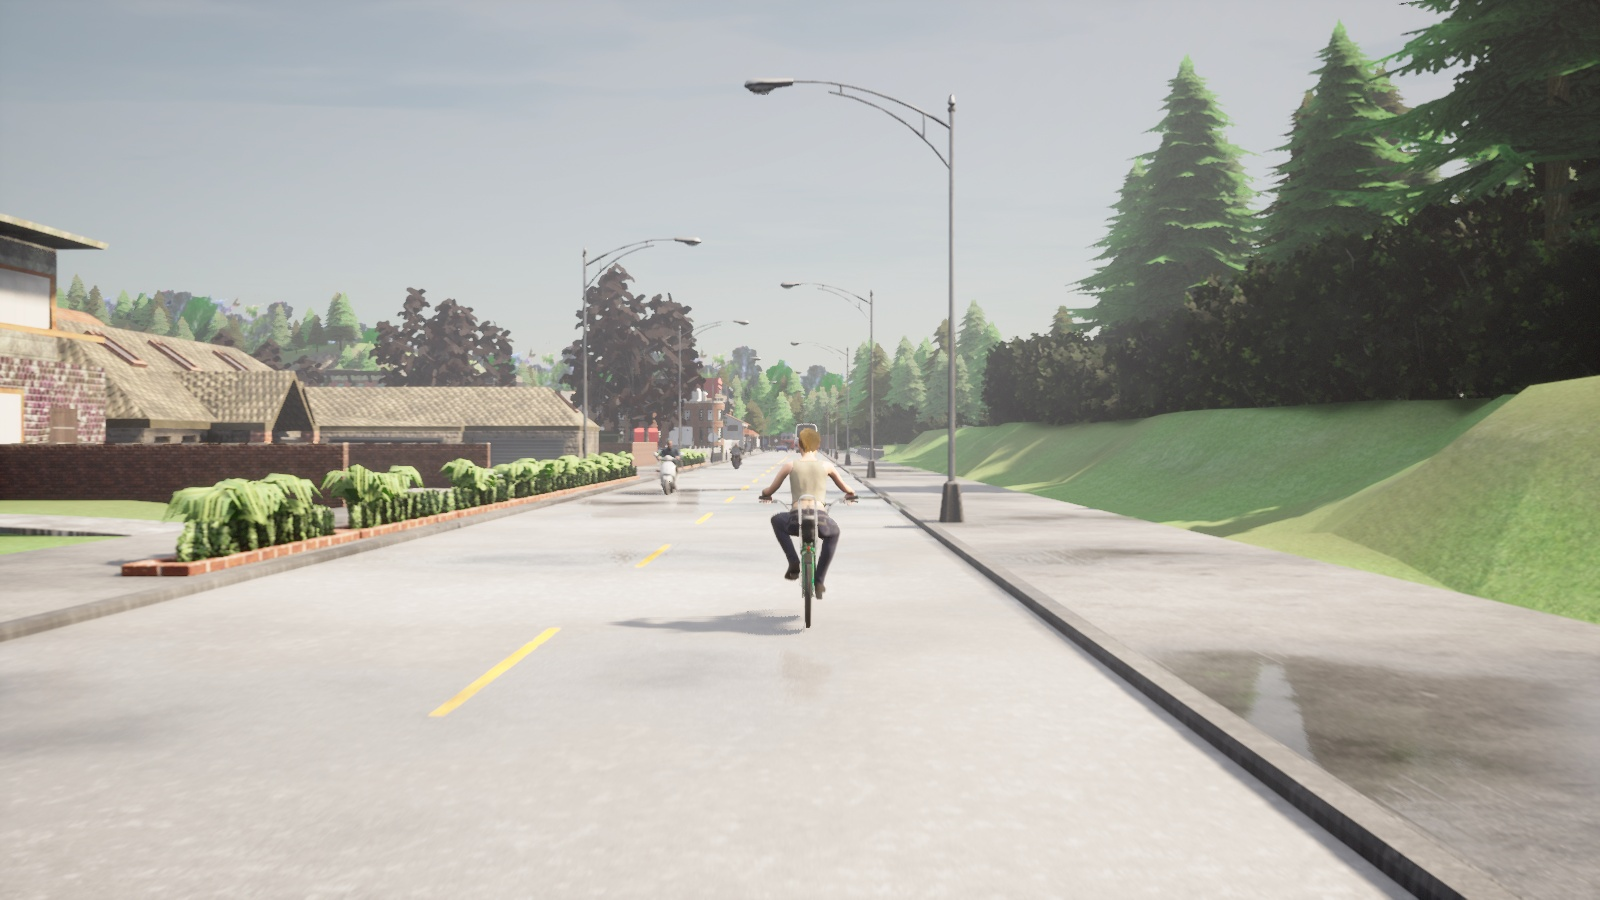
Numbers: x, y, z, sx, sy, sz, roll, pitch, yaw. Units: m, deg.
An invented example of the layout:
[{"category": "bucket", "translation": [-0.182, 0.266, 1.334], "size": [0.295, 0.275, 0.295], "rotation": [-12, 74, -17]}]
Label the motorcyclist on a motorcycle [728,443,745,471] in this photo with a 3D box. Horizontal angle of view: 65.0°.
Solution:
[{"category": "motorcyclist on a motorcycle", "translation": [-3.602, 0.378, 71.132], "size": [0.866, 1.530, 2.191], "rotation": [0, 0, 0]}]

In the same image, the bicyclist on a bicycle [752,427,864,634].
[{"category": "bicyclist on a bicycle", "translation": [0.071, 0.624, 10.528], "size": [0.866, 1.612, 1.509], "rotation": [0, 0, 1]}]

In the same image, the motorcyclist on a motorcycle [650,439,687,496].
[{"category": "motorcyclist on a motorcycle", "translation": [-3.779, 0.493, 36.184], "size": [0.866, 1.590, 1.817], "rotation": [0, 0, 0]}]
